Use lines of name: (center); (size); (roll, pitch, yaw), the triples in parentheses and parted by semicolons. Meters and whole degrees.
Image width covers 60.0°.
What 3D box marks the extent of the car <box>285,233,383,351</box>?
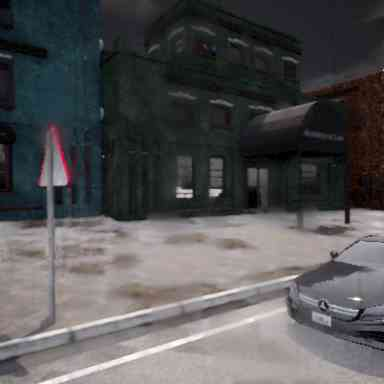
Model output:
car: (3.719, 1.526, 6.030); (4.674, 1.442, 1.812); (0, 0, -35)
